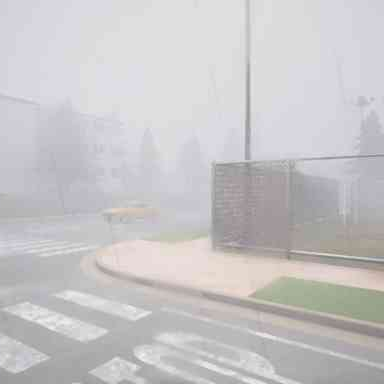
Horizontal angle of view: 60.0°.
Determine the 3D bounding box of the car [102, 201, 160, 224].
[{"bbox_3d":[-4.531,1.451,25.209,1.882,1.535,5.008,0,0,35],"label":"car"}]
